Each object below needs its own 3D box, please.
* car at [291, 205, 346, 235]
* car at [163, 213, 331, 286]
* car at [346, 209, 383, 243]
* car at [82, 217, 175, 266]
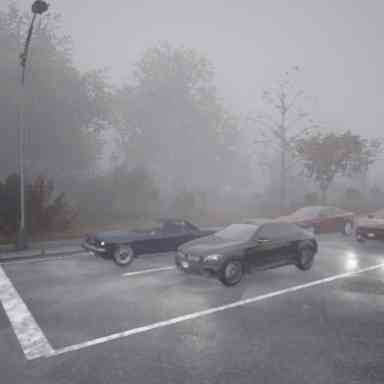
[{"bbox_3d":[6.338,1.450,17.060,5.008,1.535,1.882,0,0,-35],"label":"car"},{"bbox_3d":[1.731,1.515,9.513,4.674,1.442,1.812,0,0,-36],"label":"car"},{"bbox_3d":[9.252,1.447,14.831,5.008,1.535,1.882,0,0,-35],"label":"car"},{"bbox_3d":[-1.302,1.592,11.649,4.718,1.301,1.895,0,0,-35],"label":"car"}]
